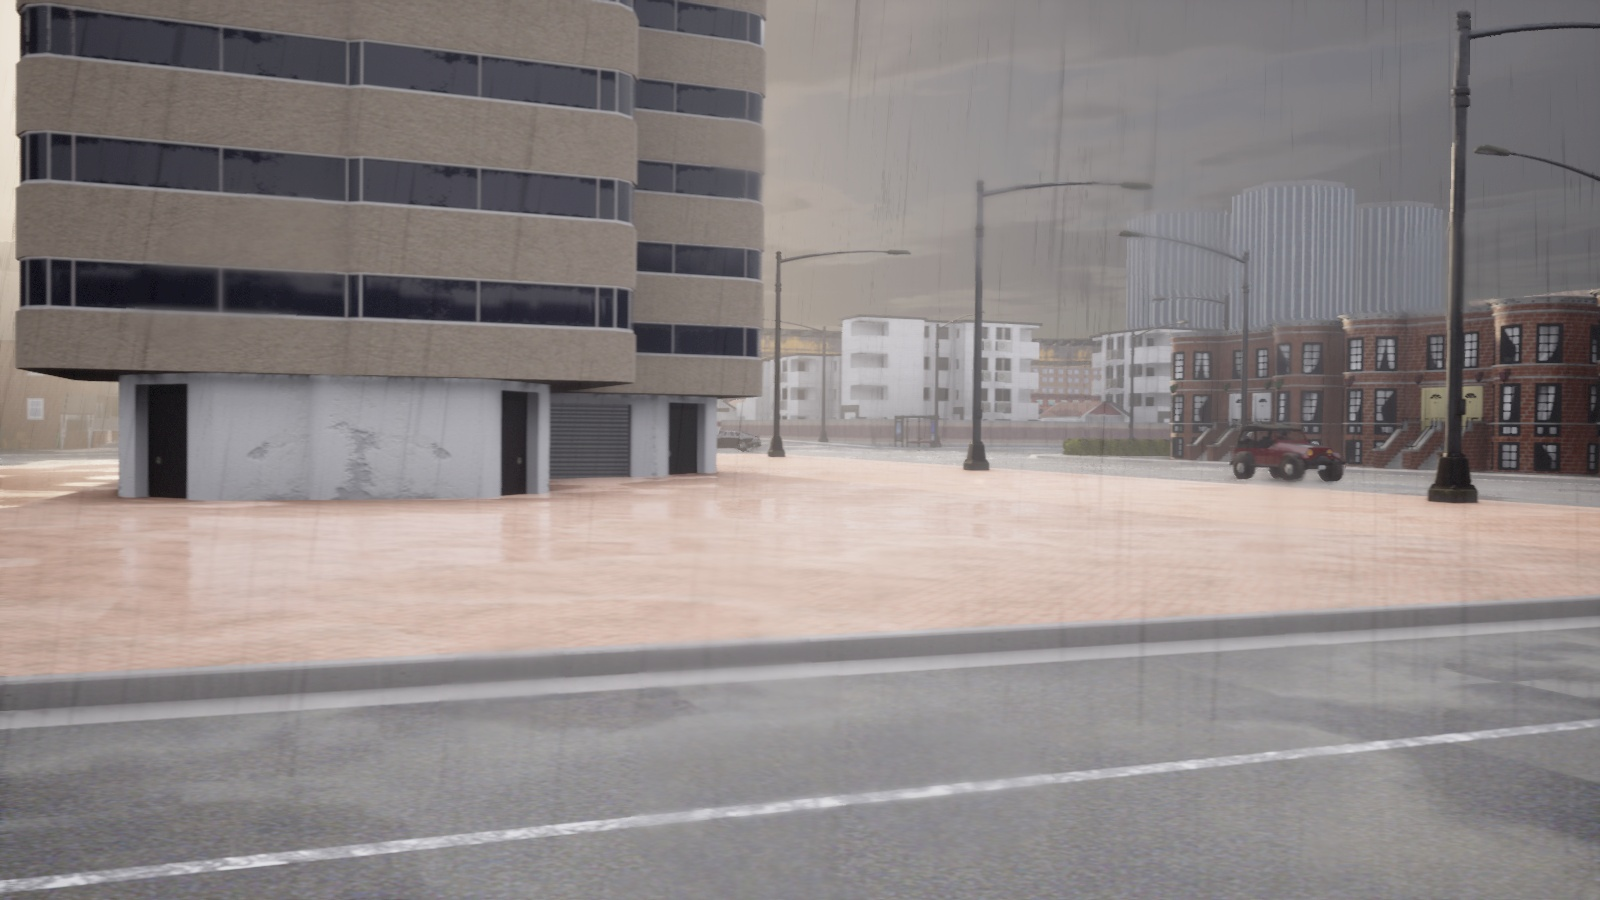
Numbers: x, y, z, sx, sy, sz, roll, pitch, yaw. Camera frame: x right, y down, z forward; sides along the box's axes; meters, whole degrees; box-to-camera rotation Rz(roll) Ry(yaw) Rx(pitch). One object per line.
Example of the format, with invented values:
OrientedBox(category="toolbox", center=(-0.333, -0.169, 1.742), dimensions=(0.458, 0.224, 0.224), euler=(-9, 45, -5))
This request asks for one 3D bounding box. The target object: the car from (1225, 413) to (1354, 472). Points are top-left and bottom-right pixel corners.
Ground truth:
OrientedBox(category="car", center=(16.335, -0.268, 42.087), dimensions=(1.905, 1.878, 3.866), euler=(-1, 1, -21))

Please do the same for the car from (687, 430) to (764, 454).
OrientedBox(category="car", center=(-5.139, -0.556, 86.574), dimensions=(4.902, 1.511, 2.128), euler=(-1, 1, 11))
